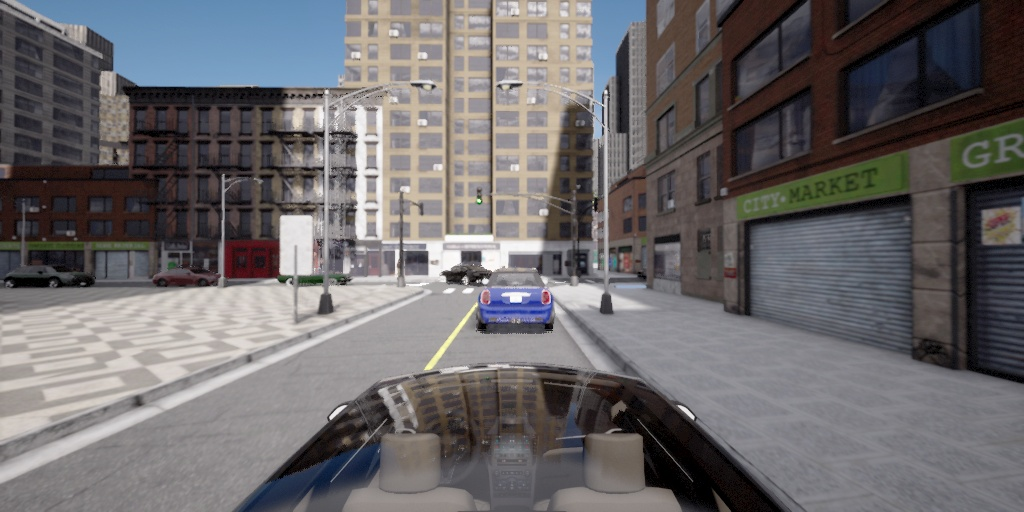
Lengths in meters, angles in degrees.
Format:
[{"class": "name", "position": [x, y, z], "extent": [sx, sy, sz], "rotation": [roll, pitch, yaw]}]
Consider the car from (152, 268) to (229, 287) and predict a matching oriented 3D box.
[{"class": "car", "position": [-23.269, 1.559, 26.026], "extent": [4.674, 1.442, 1.812], "rotation": [0, 0, -1]}]

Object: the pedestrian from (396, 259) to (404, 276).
[{"class": "pedestrian", "position": [-10.159, 1.129, 32.414], "extent": [0.375, 1.860, 0.375], "rotation": [0, 0, -1]}]

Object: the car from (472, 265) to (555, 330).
[{"class": "car", "position": [0.100, 1.148, 11.446], "extent": [2.097, 1.767, 4.553], "rotation": [0, 0, 0]}]

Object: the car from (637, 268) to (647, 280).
[{"class": "car", "position": [12.885, 1.264, 29.671], "extent": [4.892, 1.490, 1.837], "rotation": [-1, 0, -1]}]

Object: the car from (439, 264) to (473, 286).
[{"class": "car", "position": [-3.551, 1.365, 26.907], "extent": [1.882, 1.535, 5.008], "rotation": [1, -1, -42]}]

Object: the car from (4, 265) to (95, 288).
[{"class": "car", "position": [-33.218, 1.449, 25.892], "extent": [4.553, 1.767, 2.097], "rotation": [0, 0, -1]}]

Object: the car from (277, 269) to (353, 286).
[{"class": "car", "position": [-14.198, 1.569, 26.122], "extent": [4.718, 1.301, 1.895], "rotation": [0, 0, -1]}]
